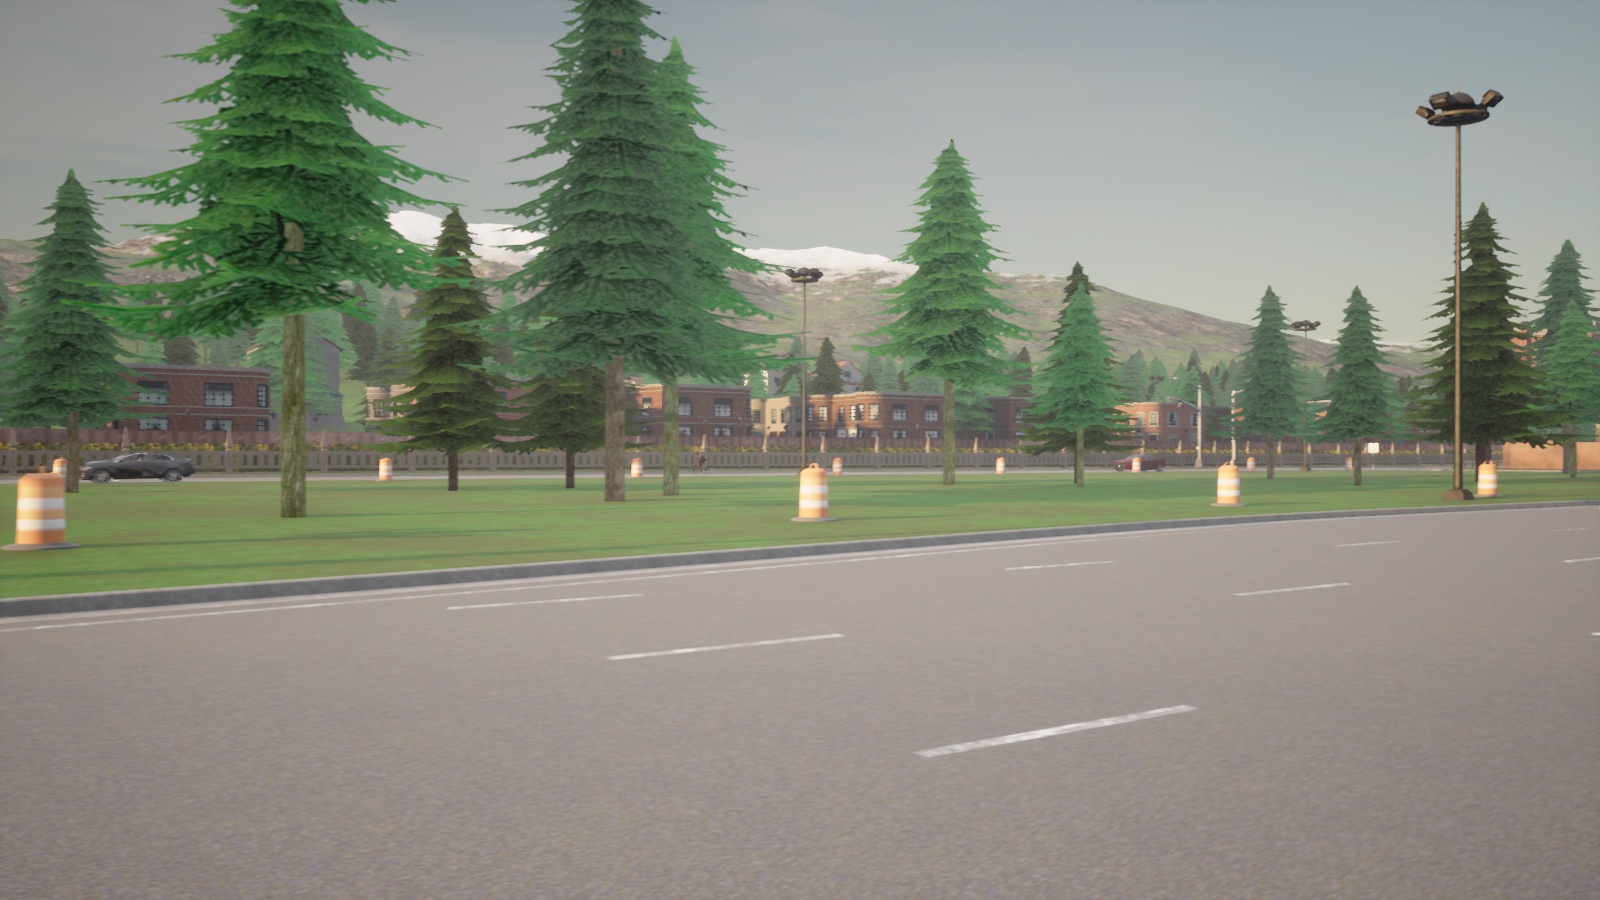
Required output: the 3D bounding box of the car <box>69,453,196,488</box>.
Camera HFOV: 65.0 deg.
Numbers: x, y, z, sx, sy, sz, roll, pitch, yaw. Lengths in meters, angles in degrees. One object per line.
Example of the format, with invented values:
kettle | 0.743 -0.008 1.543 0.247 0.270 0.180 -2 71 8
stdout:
car | -30.462 0.906 57.325 4.902 1.511 2.128 0 0 -35
